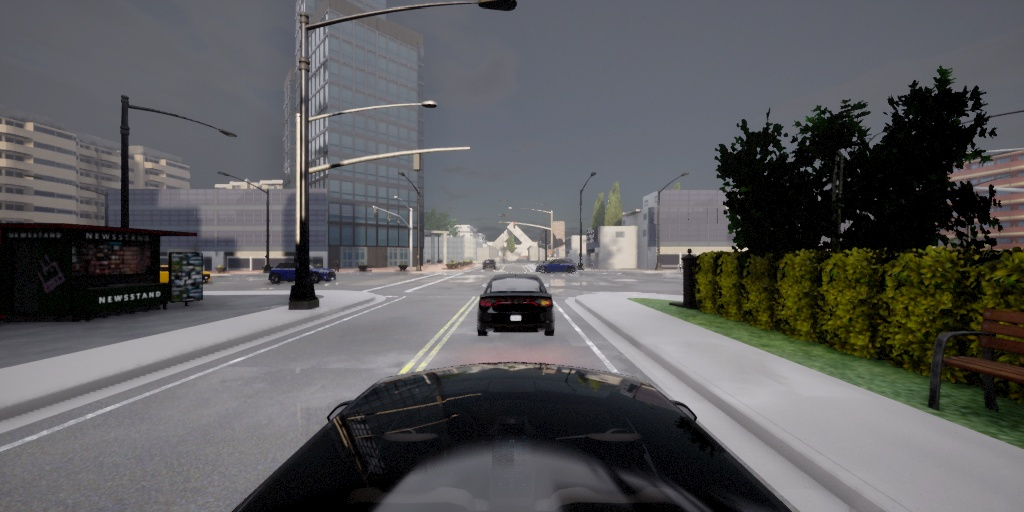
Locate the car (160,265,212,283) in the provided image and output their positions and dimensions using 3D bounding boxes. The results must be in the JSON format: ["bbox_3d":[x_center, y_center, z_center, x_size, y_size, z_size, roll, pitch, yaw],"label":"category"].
[{"bbox_3d":[-26.398,1.454,28.001,5.008,1.535,1.882,-1,0,0],"label":"car"}]

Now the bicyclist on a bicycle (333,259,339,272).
[{"bbox_3d":[-21.822,1.216,44.493,0.582,1.620,1.656,-1,0,0],"label":"bicyclist on a bicycle"}]

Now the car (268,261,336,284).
[{"bbox_3d":[-16.286,1.209,28.038,4.553,1.767,2.097,-1,0,0],"label":"car"}]

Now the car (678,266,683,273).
[{"bbox_3d":[20.562,1.228,38.885,4.674,1.442,1.812,0,0,0],"label":"car"}]

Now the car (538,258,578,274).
[{"bbox_3d":[5.002,1.102,40.036,4.553,1.767,2.097,0,0,16],"label":"car"}]

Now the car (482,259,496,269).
[{"bbox_3d":[-3.380,1.227,54.216,1.882,1.535,5.008,0,0,0],"label":"car"}]

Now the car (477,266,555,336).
[{"bbox_3d":[0.110,1.228,10.434,1.882,1.535,5.008,0,0,1],"label":"car"}]
